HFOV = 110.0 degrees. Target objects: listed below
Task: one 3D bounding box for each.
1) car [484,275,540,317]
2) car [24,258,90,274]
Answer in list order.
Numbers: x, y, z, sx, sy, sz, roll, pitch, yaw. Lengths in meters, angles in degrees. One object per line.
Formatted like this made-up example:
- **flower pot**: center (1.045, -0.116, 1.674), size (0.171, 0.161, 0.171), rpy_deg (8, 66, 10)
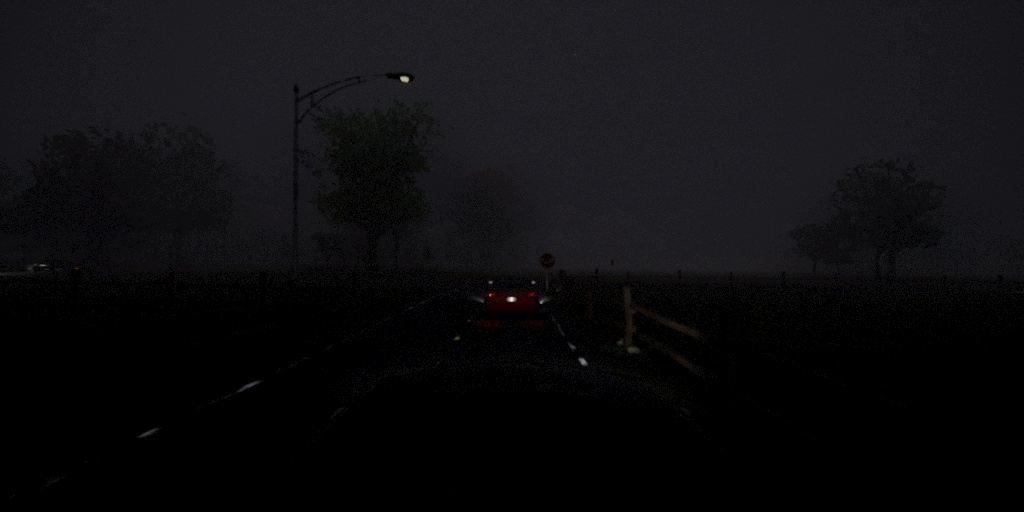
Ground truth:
- **car**: center (-0.001, 1.436, 13.932), size (1.994, 1.385, 4.181), rpy_deg (0, -1, 0)
- **car**: center (-43.238, 0.923, 34.163), size (4.892, 1.490, 1.837), rpy_deg (1, 0, 3)
